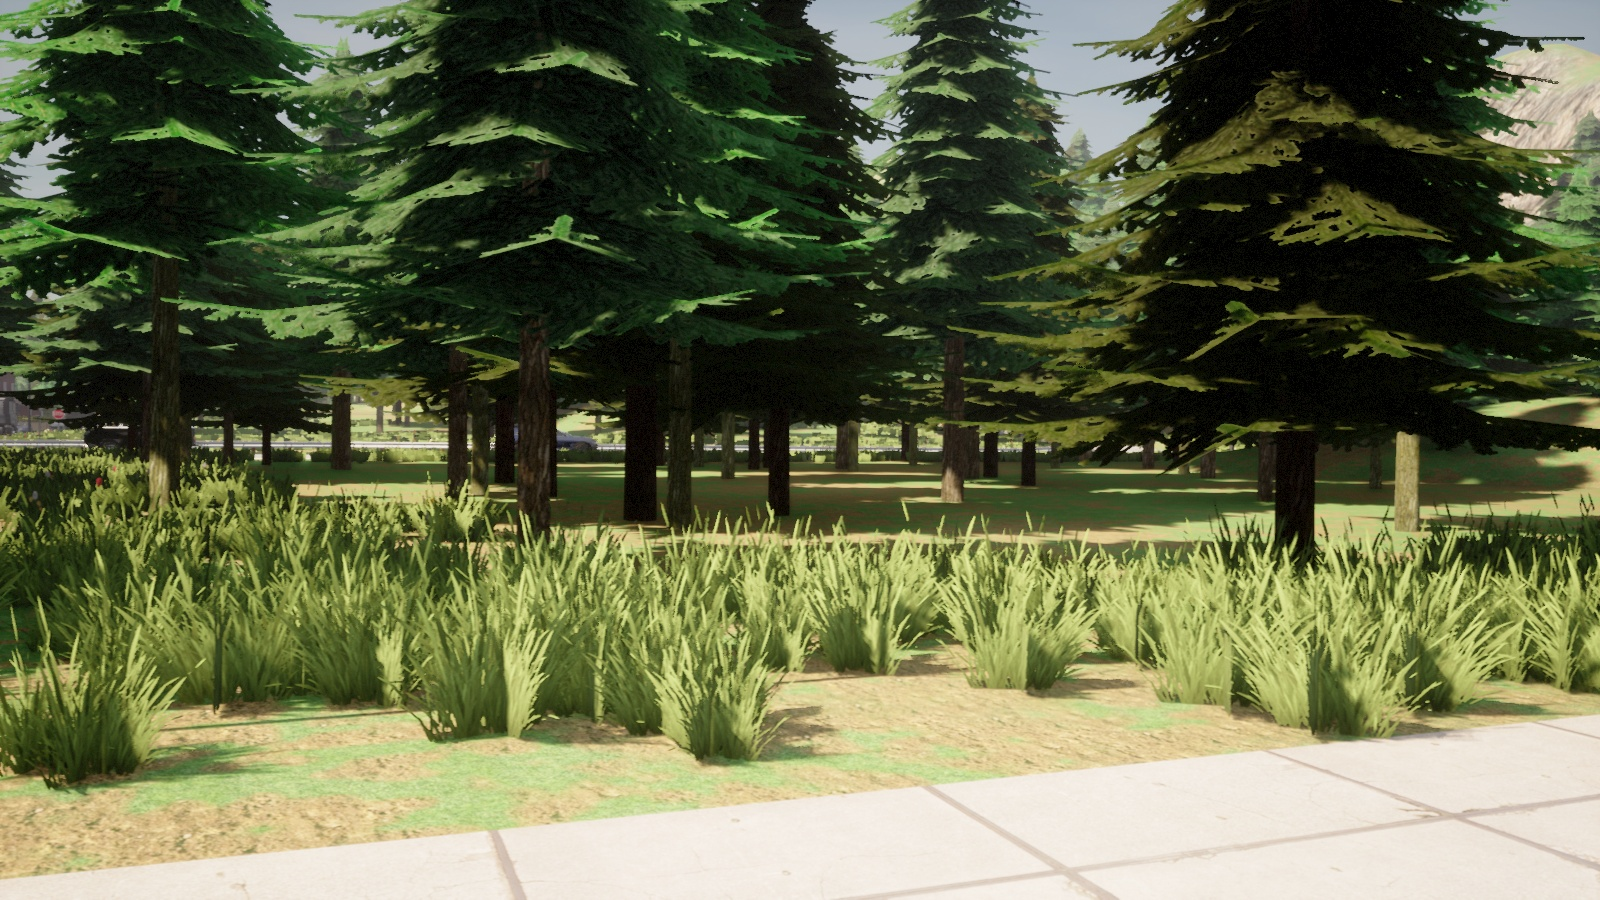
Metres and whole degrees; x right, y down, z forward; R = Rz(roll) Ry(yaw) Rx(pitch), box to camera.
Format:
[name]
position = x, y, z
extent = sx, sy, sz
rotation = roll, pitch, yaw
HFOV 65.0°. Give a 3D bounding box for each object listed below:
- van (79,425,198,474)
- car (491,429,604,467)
[van]
position = -29.221, -0.054, 55.625
extent = 4.480, 2.038, 2.069
rotation = -1, 1, -24
[car]
position = -11.948, -0.108, 59.451
extent = 4.856, 1.649, 2.033
rotation = -1, 1, -24
